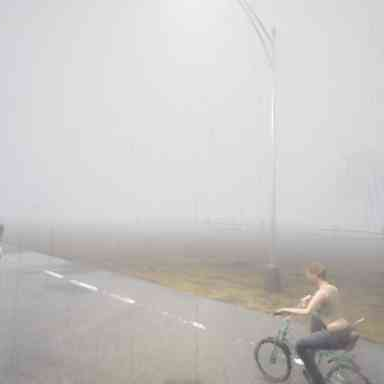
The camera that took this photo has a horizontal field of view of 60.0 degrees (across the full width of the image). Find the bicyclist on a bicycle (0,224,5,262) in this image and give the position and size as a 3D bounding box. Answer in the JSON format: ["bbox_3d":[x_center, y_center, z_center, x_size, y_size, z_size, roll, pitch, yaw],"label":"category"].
[{"bbox_3d":[-7.524,1.815,12.638,1.843,1.776,0.659,-1,-3,44],"label":"bicyclist on a bicycle"}]

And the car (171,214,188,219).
[{"bbox_3d":[-3.025,6.065,81.792,1.837,1.490,4.892,-4,-6,44],"label":"car"}]

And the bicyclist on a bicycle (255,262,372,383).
[{"bbox_3d":[1.395,1.640,3.991,1.509,1.612,0.866,-1,-3,44],"label":"bicyclist on a bicycle"}]

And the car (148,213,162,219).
[{"bbox_3d":[-8.016,5.470,72.727,1.837,1.490,4.892,-4,-6,44],"label":"car"}]
